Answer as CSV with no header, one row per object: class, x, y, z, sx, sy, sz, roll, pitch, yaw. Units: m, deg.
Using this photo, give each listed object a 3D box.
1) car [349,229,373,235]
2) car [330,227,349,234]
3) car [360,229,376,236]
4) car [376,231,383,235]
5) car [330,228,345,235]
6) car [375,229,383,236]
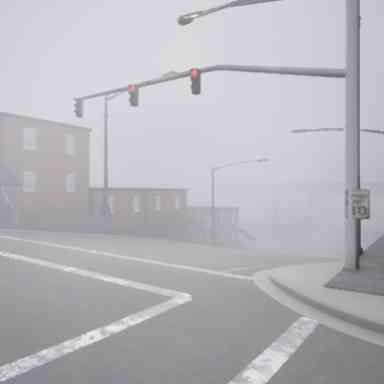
car,38.899,9.237,76.719,4.536,1.218,1.853,0,0,-1
car,35.091,9.232,79.453,1.853,1.218,4.536,0,0,-11
car,38.847,9.395,76.718,4.974,1.542,2.038,0,0,-1
car,43.664,9.400,74.224,2.038,1.542,4.974,0,0,-26
car,35.101,9.390,79.402,2.038,1.542,4.974,0,0,-11
car,43.641,9.242,74.270,1.853,1.218,4.536,0,0,-26
